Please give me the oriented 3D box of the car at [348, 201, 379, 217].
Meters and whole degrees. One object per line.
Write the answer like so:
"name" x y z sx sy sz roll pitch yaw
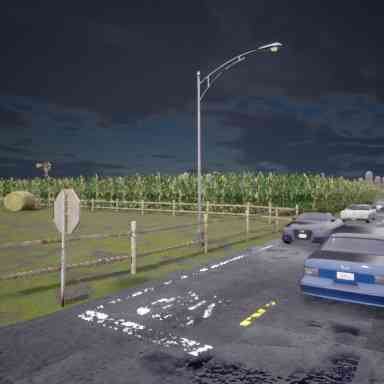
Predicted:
"car" 12.640 1.614 25.209 1.895 1.301 4.718 -1 0 35

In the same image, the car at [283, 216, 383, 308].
"car" 4.172 1.548 8.011 2.033 1.411 5.357 -1 0 35

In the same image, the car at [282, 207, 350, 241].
"car" 5.586 1.584 15.054 1.994 1.385 4.181 -1 0 34

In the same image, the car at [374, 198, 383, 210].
"car" 21.785 1.488 38.226 2.128 1.511 4.902 -1 0 35
